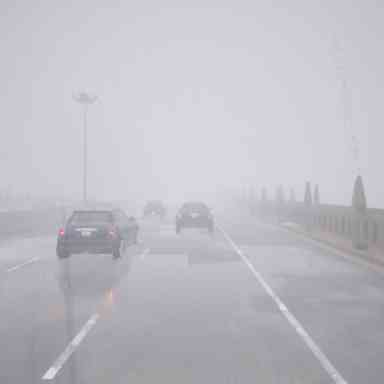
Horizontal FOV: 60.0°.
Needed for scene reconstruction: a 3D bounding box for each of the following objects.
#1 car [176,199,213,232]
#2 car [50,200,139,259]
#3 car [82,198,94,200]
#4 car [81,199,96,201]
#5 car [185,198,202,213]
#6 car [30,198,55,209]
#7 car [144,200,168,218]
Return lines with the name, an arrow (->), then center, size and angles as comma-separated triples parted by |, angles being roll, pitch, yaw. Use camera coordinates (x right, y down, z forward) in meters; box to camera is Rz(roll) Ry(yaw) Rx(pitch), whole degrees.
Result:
car -> 0.140, 1.362, 20.264 | 2.097, 1.767, 4.553 | 0, 0, 0
car -> -3.372, 1.354, 12.746 | 2.097, 1.767, 4.553 | 0, 0, 0
car -> -13.949, 1.566, 44.510 | 1.837, 1.490, 4.892 | 0, 0, 1
car -> -6.849, 1.521, 25.417 | 1.837, 1.490, 4.892 | 0, 0, 0
car -> 0.166, 1.525, 38.418 | 1.882, 1.535, 5.008 | 0, 0, 0
car -> -20.936, 1.573, 46.875 | 1.837, 1.490, 4.892 | 0, -1, 1
car -> -3.339, 1.532, 30.952 | 1.837, 1.490, 4.892 | 0, 0, 0
